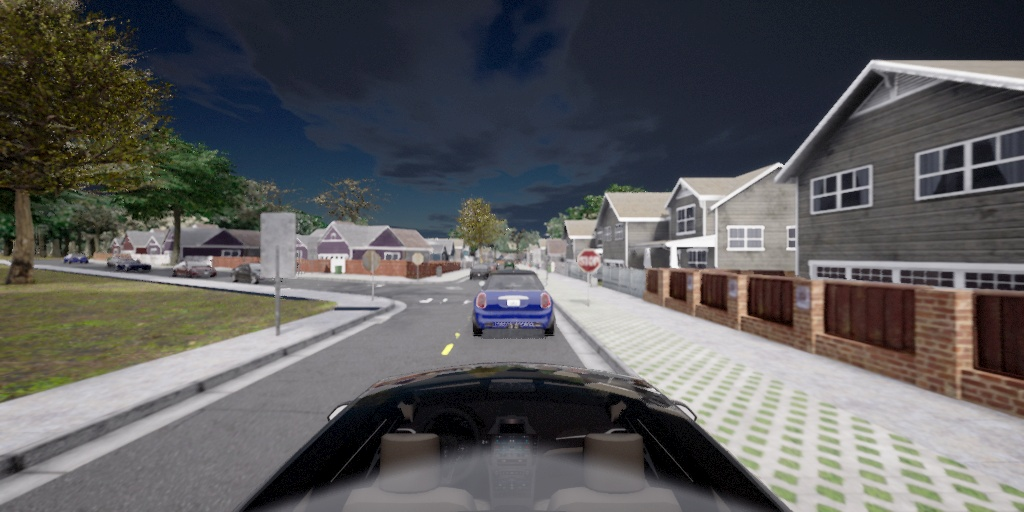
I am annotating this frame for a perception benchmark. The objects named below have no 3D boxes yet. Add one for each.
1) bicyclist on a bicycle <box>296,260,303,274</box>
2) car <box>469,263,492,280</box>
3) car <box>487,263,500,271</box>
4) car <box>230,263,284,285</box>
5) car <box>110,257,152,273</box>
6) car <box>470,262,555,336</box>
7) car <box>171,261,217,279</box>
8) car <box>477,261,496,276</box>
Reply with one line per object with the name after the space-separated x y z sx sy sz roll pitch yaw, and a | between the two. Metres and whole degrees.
-20.569 0.952 33.892 0.582 1.620 1.656 1 1 29 | bicyclist on a bicycle
-3.081 1.522 35.695 1.882 1.535 5.008 0 -1 0 | car
-3.235 1.876 62.809 2.033 1.411 5.357 0 -1 0 | car
-18.613 1.241 26.085 4.674 1.442 1.812 1 0 29 | car
-40.567 1.086 38.367 4.718 1.301 1.895 1 0 29 | car
0.033 1.177 10.881 2.097 1.767 4.553 0 0 0 | car
-27.603 1.148 31.119 4.674 1.442 1.812 0 0 29 | car
-3.151 1.495 45.545 2.097 1.767 4.553 0 -1 0 | car
